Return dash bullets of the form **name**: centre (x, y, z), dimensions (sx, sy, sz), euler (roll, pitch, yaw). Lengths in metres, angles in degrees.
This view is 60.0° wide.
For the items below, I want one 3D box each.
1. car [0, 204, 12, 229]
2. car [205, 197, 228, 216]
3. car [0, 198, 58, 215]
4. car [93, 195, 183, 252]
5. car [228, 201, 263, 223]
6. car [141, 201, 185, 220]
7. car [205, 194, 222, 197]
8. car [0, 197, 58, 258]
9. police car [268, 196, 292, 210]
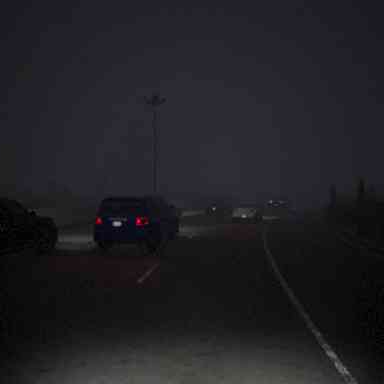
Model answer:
- **car**: centre (-12.280, 1.429, 17.481), dimensions (2.033, 1.411, 5.357), euler (0, 0, 11)
- **car**: centre (2.653, 1.417, 31.010), dimensions (1.994, 1.385, 4.181), euler (0, 0, 21)
- **car**: centre (-15.671, 1.348, 32.244), dimensions (2.033, 1.411, 5.357), euler (0, 0, 19)
- **car**: centre (-2.076, 1.147, 13.830), dimensions (2.150, 2.045, 5.566), euler (0, 0, 9)
- **car**: centre (4.200, 1.413, 24.785), dimensions (1.812, 1.442, 4.674), euler (0, 0, 17)
- **car**: centre (-2.287, 1.458, 27.618), dimensions (1.895, 1.301, 4.718), euler (0, 0, 18)
- **car**: centre (3.312, 0.911, 55.411), dimensions (1.812, 1.442, 4.674), euler (0, 0, 34)
- **car**: centre (-6.184, 1.157, 9.796), dimensions (2.150, 2.045, 5.566), euler (0, 0, 6)
- **police car**: centre (10.665, 1.328, 40.088), dimensions (2.038, 1.542, 4.974), euler (0, 0, 28)
